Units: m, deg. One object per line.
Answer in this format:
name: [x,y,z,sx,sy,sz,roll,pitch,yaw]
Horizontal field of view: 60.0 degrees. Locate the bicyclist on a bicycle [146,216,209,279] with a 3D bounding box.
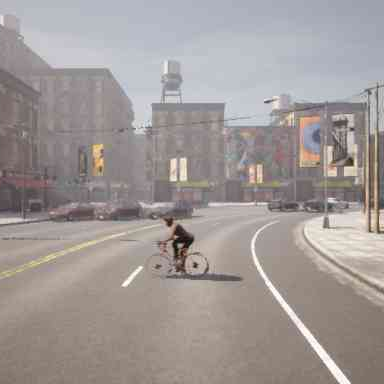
bicyclist on a bicycle: [-0.410,1.454,8.606,1.656,1.620,0.582,-2,0,3]

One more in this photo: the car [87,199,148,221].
car: [-5.960,1.351,27.222,2.097,1.767,4.553,0,0,24]

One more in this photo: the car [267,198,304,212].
car: [10.768,1.491,39.205,4.902,1.511,2.128,0,0,-44]

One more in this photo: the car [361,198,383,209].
car: [24.176,1.526,43.323,4.674,1.442,1.812,0,0,-20]

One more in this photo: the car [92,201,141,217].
car: [-7.237,1.595,32.440,1.895,1.301,4.718,0,0,31]

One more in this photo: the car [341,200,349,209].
car: [19.155,1.526,44.983,4.674,1.442,1.812,0,0,-27]

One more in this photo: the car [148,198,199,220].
car: [-1.688,1.548,28.337,2.033,1.411,5.357,0,0,27]

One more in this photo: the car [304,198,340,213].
car: [14.597,1.504,37.947,4.892,1.490,1.837,0,0,-41]
